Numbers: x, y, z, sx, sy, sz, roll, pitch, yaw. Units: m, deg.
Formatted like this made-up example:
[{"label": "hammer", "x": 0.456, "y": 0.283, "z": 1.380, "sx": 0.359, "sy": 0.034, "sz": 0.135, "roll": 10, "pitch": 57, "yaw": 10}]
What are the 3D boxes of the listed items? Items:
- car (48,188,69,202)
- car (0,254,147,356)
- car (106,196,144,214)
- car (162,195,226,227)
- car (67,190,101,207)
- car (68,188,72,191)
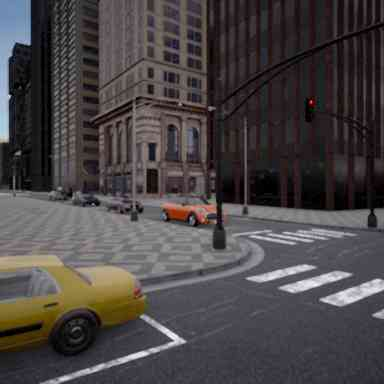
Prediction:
[{"label": "car", "x": -18.858, "y": 0.559, "z": 46.806, "sx": 1.837, "sy": 1.490, "sz": 4.892, "roll": 0, "pitch": 2, "yaw": -35}, {"label": "car", "x": -3.014, "y": 1.525, "z": 4.499, "sx": 4.829, "sy": 1.417, "sz": 1.752, "roll": 0, "pitch": 0, "yaw": -35}, {"label": "car", "x": -5.768, "y": 1.046, "z": 28.392, "sx": 1.994, "sy": 1.385, "sz": 4.181, "roll": 0, "pitch": 1, "yaw": -35}, {"label": "car", "x": 0.036, "y": 1.028, "z": 20.267, "sx": 2.097, "sy": 1.767, "sz": 4.553, "roll": 0, "pitch": 1, "yaw": -36}, {"label": "car", "x": -11.857, "y": 0.830, "z": 36.915, "sx": 2.033, "sy": 1.411, "sz": 5.357, "roll": 0, "pitch": 1, "yaw": -35}, {"label": "car", "x": -15.691, "y": 0.549, "z": 47.682, "sx": 1.882, "sy": 1.535, "sz": 5.008, "roll": 0, "pitch": 1, "yaw": -35}]
